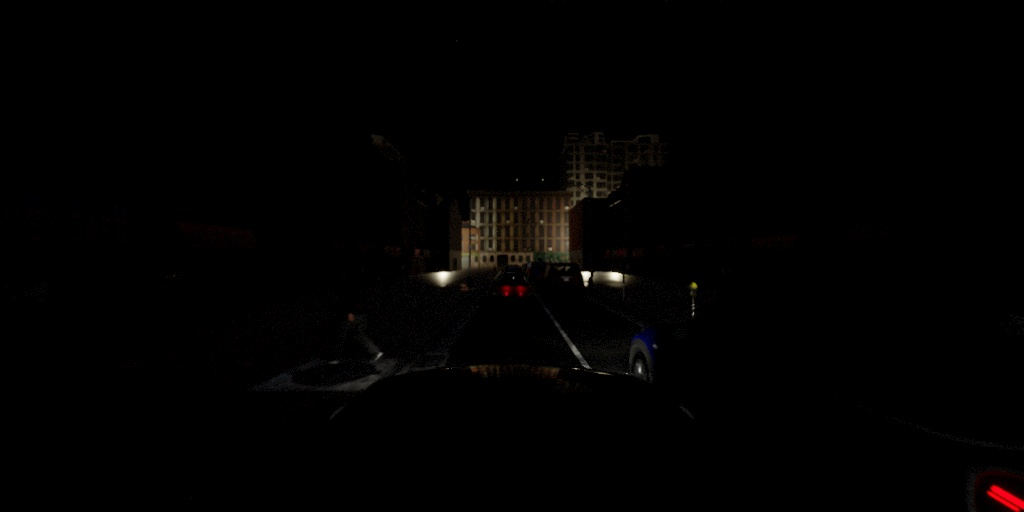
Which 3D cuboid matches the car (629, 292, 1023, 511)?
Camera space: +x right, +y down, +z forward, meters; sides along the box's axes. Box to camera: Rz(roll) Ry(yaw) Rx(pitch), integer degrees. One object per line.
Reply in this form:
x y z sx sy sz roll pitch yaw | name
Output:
2.750 1.121 3.435 2.097 1.767 4.553 0 -1 0 | car

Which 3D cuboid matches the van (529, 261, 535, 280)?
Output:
2.663 1.418 30.697 1.690 1.789 3.998 0 0 0 | van

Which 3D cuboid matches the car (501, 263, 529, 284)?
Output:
0.122 1.571 30.903 2.128 1.511 4.902 0 -1 0 | car

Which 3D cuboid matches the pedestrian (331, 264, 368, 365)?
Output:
-2.820 0.943 6.247 0.375 1.860 0.375 0 0 0 | pedestrian

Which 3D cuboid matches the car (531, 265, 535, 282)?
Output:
2.658 1.566 25.223 2.007 1.370 4.403 0 0 0 | car

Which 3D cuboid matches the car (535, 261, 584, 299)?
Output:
2.653 1.268 19.747 2.192 1.841 5.009 0 0 0 | car
